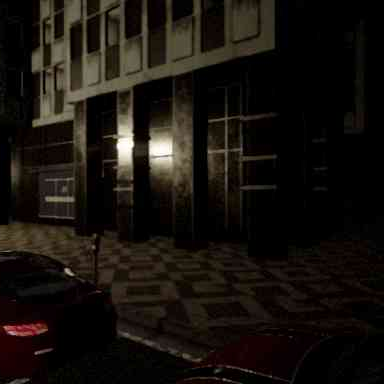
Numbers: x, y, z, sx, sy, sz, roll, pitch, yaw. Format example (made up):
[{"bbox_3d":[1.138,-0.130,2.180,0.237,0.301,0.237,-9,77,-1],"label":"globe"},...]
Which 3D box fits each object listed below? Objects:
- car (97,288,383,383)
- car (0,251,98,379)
[{"bbox_3d":[1.633,1.438,1.807,4.097,1.590,1.967,0,0,35],"label":"car"},{"bbox_3d":[-2.935,1.582,5.049,4.206,1.307,1.802,0,0,35],"label":"car"}]
